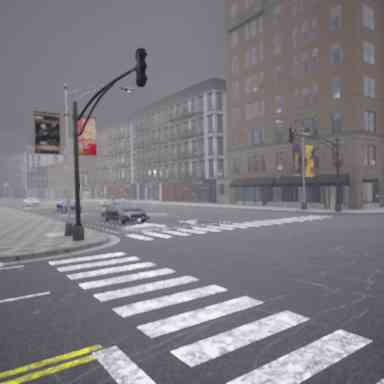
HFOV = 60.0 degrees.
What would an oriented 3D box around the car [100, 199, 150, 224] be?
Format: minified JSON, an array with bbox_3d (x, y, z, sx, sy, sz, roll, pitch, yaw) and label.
[{"bbox_3d":[-5.019,1.466,24.256,2.033,1.411,5.357,-2,1,-35],"label":"car"}]

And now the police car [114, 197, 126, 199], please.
[{"bbox_3d":[-7.070,1.288,32.936,1.930,1.638,5.238,-2,1,-35],"label":"police car"}]

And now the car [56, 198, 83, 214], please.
[{"bbox_3d":[-13.303,1.451,35.964,1.882,1.535,5.008,-2,1,-36],"label":"car"}]

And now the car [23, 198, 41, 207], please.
[{"bbox_3d":[-24.989,1.605,51.763,1.812,1.442,4.674,-2,1,-38],"label":"car"}]
